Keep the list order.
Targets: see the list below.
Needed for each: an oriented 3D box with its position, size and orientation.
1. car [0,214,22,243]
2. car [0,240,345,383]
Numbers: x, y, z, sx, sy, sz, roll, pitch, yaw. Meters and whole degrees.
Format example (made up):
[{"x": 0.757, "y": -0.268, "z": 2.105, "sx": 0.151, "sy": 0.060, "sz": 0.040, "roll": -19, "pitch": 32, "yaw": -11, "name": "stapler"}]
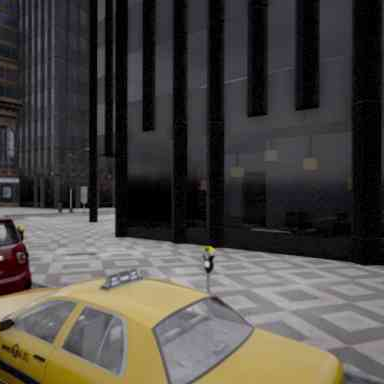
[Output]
[{"x": -5.234, "y": 1.313, "z": 6.656, "sx": 5.009, "sy": 1.841, "sz": 2.192, "roll": 0, "pitch": 0, "yaw": 35, "name": "car"}, {"x": -0.941, "y": 1.525, "z": 3.625, "sx": 4.829, "sy": 1.417, "sz": 1.752, "roll": 0, "pitch": 0, "yaw": 35, "name": "car"}]
